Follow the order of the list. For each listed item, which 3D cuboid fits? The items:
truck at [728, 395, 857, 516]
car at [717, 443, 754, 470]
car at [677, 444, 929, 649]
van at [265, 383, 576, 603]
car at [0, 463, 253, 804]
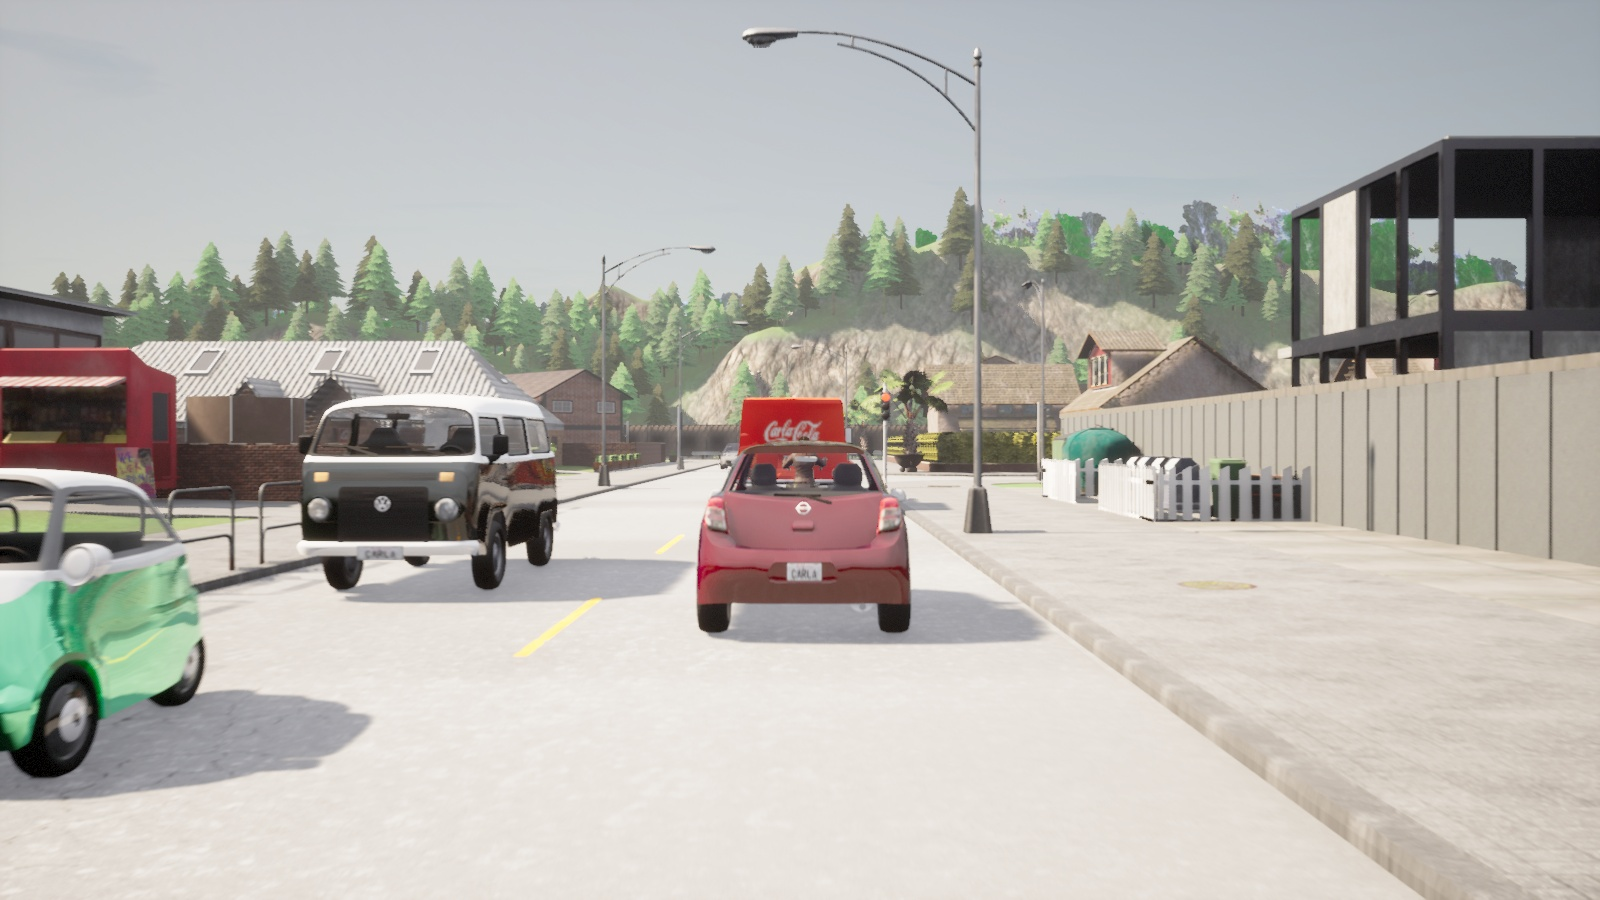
[{"bbox_3d":[-0.052,0.101,28.217,2.627,2.467,5.204,0,0,2],"label":"truck"},{"bbox_3d":[-3.600,0.359,70.826,1.845,1.501,3.633,0,0,1],"label":"car"},{"bbox_3d":[0.052,0.698,11.037,1.845,1.501,3.633,0,0,1],"label":"car"},{"bbox_3d":[-3.913,0.389,13.879,2.069,2.038,4.480,0,0,0],"label":"van"},{"bbox_3d":[-3.947,0.763,6.250,1.481,1.376,2.207,0,0,0],"label":"car"}]
